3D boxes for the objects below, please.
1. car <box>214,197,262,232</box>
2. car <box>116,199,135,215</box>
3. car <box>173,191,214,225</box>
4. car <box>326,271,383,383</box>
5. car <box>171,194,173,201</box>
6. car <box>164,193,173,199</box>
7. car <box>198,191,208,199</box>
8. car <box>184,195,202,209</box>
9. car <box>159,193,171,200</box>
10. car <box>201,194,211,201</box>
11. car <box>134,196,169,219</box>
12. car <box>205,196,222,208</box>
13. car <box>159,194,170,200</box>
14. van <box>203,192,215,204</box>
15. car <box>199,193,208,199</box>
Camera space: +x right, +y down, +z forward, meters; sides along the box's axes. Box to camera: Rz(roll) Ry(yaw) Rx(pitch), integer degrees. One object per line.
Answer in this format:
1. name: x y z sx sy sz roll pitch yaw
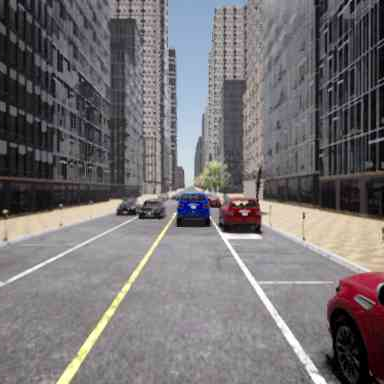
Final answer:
1. car: 2.682 1.187 19.234 2.192 1.841 5.009 0 0 0
2. car: -5.704 1.354 30.629 1.947 1.339 4.313 0 0 0
3. car: 0.087 1.059 23.022 2.150 2.045 5.566 0 -1 0
4. car: 2.689 1.301 2.144 2.192 1.841 5.009 0 0 0
5. car: -3.039 1.068 66.947 1.994 1.385 4.181 0 1 0
6. car: -5.727 0.875 81.733 1.752 1.417 4.829 0 1 0
7. car: 2.654 0.664 81.904 2.192 1.841 5.009 0 1 0
8. car: 0.078 1.194 41.514 2.128 1.511 4.902 0 0 0
9. car: -5.719 1.055 64.813 2.008 1.369 4.403 0 0 0
10. car: 2.661 1.086 64.817 1.802 1.307 4.206 0 1 0
11. car: -3.111 1.323 26.648 1.837 1.490 4.892 0 0 0
12. car: 2.671 1.243 42.027 1.887 1.381 4.507 0 0 0
13. car: -5.722 1.020 70.509 1.947 1.339 4.313 0 1 0
14. van: 2.667 0.944 53.418 1.690 1.788 3.998 0 0 0
15. car: 2.655 0.968 76.210 1.947 1.339 4.313 0 1 0
